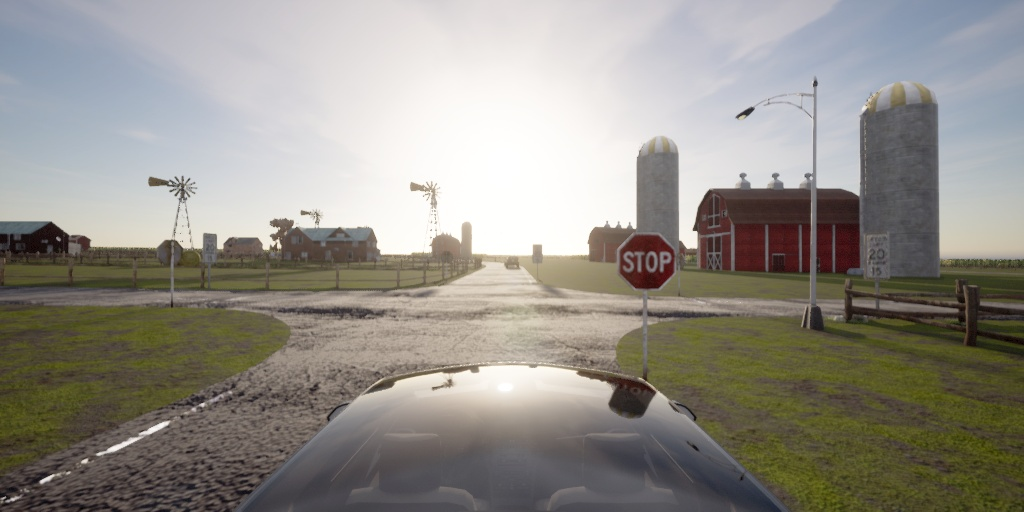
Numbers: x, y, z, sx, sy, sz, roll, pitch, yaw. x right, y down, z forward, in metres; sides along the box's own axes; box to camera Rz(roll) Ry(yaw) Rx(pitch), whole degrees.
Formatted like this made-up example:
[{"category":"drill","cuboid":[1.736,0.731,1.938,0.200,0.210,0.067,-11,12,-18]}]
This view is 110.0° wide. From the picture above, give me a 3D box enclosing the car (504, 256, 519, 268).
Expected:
[{"category":"car","cuboid":[0.084,0.950,61.249,2.150,2.045,5.566,0,0,-2]}]
